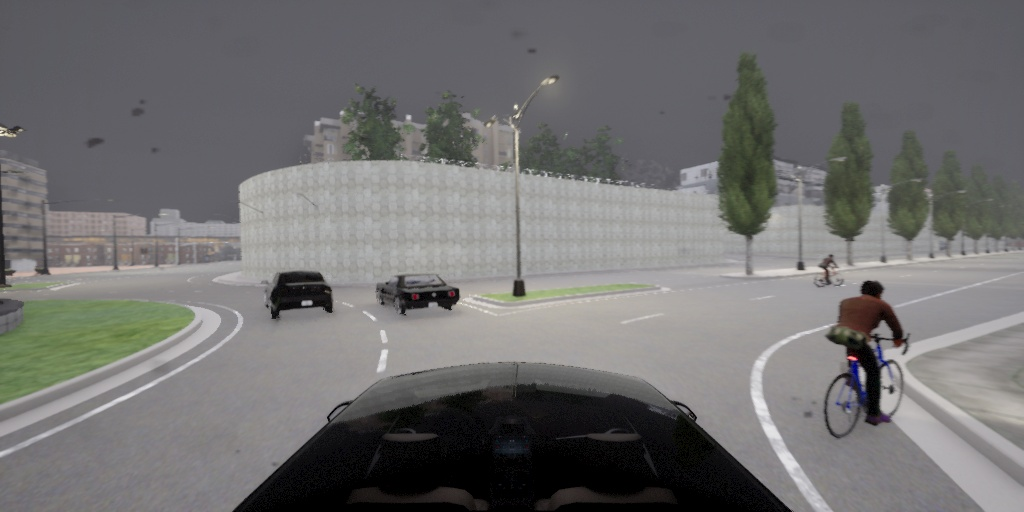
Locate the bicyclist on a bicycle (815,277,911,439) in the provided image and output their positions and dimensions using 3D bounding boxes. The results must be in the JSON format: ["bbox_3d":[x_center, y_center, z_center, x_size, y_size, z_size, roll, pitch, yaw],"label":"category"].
[{"bbox_3d":[3.905,1.101,3.957,1.656,1.620,0.582,-3,1,-23],"label":"bicyclist on a bicycle"}]

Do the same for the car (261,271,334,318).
[{"bbox_3d":[-8.083,1.283,13.484,1.837,1.490,4.892,0,0,-38],"label":"car"}]

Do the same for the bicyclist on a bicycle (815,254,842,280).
[{"bbox_3d":[15.644,0.724,17.711,1.656,1.620,0.582,-2,1,-9],"label":"bicyclist on a bicycle"}]

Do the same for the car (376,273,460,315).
[{"bbox_3d":[-3.712,1.295,13.418,1.895,1.301,4.718,-1,1,-32],"label":"car"}]
